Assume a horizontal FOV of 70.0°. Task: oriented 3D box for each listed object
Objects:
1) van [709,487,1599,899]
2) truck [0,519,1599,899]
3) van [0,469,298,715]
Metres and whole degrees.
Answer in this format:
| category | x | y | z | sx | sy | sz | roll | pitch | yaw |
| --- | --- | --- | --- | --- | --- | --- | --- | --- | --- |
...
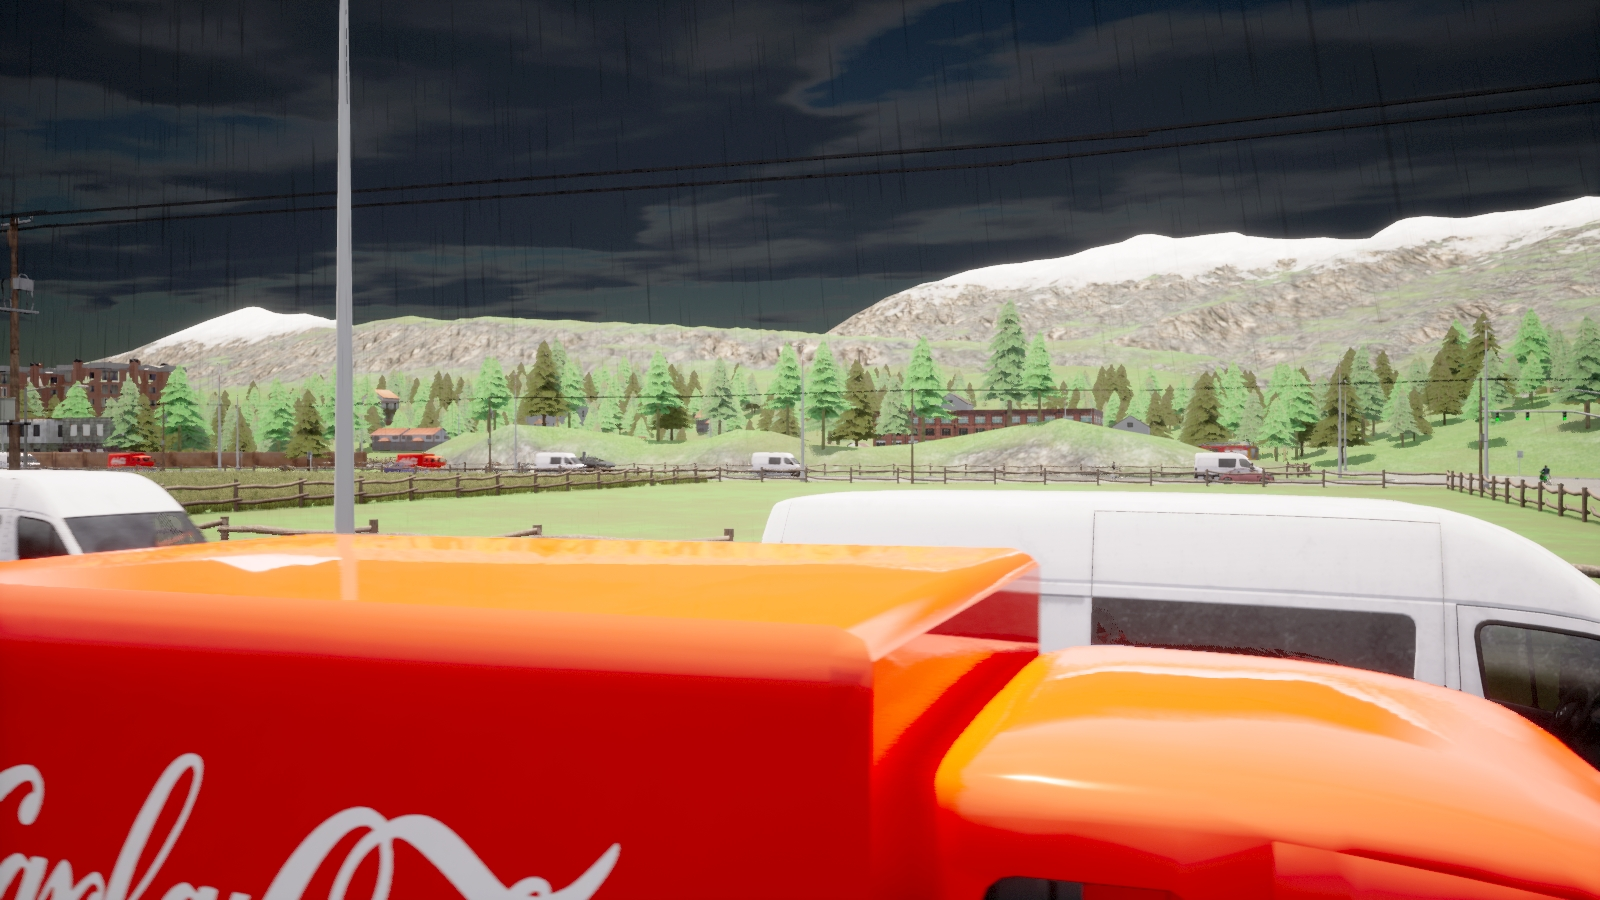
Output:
| category | x | y | z | sx | sy | sz | roll | pitch | yaw |
| --- | --- | --- | --- | --- | --- | --- | --- | --- | --- |
| van | 2.633 | 1.535 | 6.060 | 5.915 | 2.561 | 1.988 | 0 | 0 | 20 |
| truck | -0.228 | 1.571 | 3.482 | 5.204 | 2.467 | 2.627 | 0 | 0 | 21 |
| van | -9.297 | 1.543 | 14.126 | 5.915 | 2.561 | 1.988 | 0 | 0 | 20 |
